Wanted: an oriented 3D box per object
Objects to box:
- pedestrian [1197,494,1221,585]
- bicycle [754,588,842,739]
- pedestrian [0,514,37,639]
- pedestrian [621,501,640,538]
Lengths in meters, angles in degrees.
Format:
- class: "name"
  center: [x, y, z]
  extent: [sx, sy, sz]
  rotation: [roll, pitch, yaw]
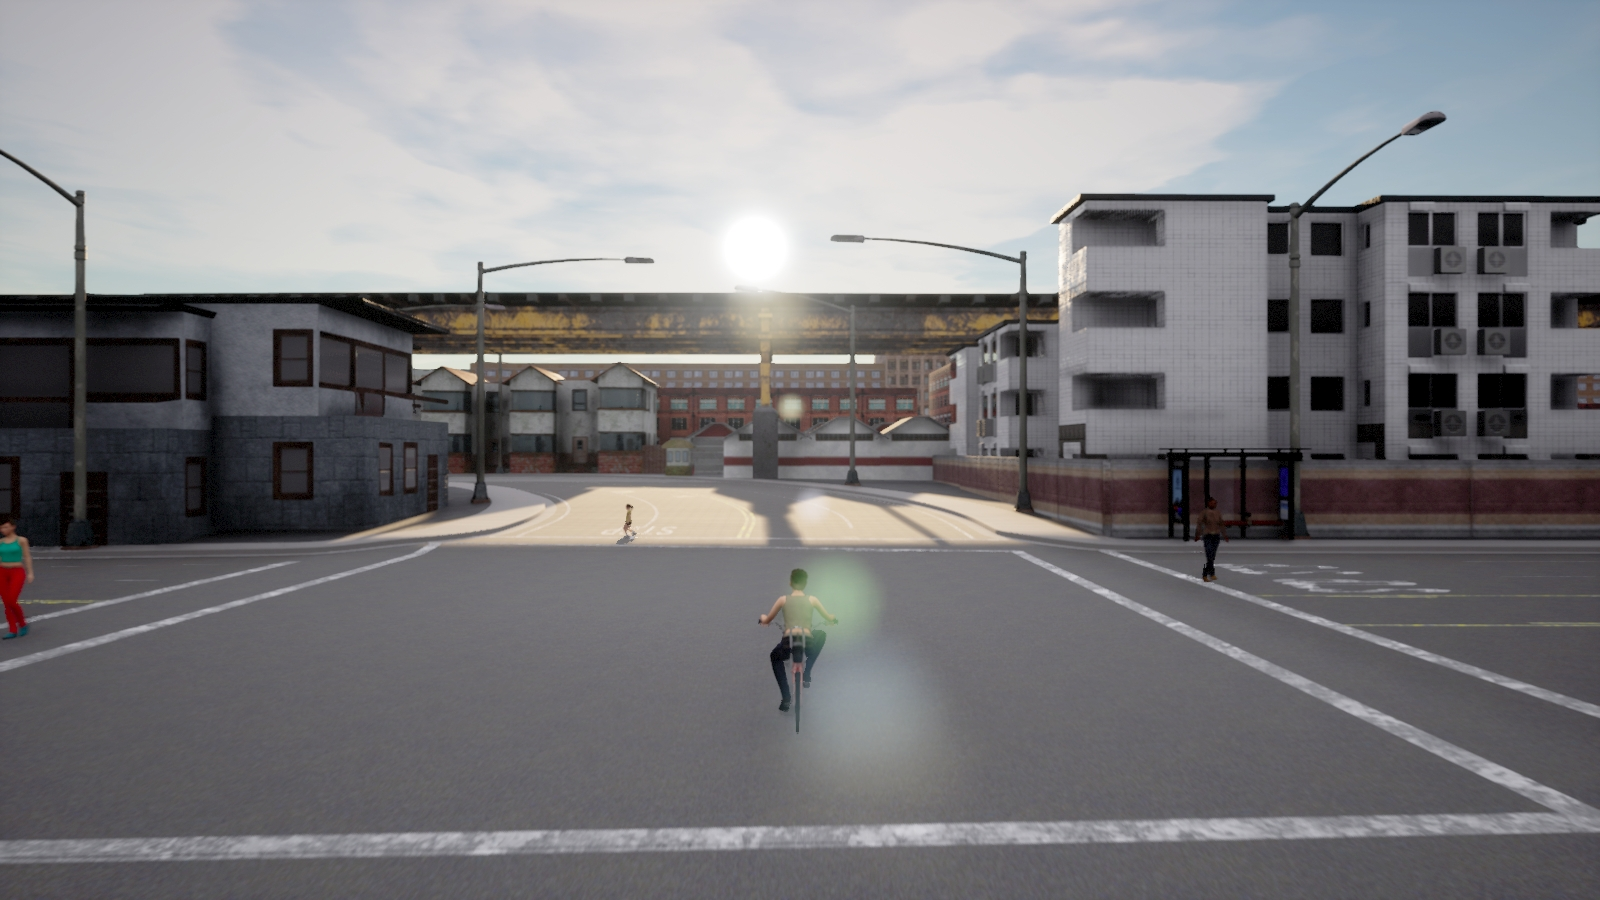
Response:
- class: "pedestrian"
  center: [8.546, 1.859, 23.879]
  extent: [0.375, 1.860, 0.375]
  rotation: [0, 0, -2]
- class: "bicycle"
  center: [-0.018, 2.172, 11.901]
  extent: [0.859, 1.301, 1.487]
  rotation: [0, 0, 0]
- class: "pedestrian"
  center: [-11.879, 1.907, 17.318]
  extent: [0.375, 1.860, 0.375]
  rotation: [0, 0, 1]
- class: "pedestrian"
  center: [-5.169, 2.109, 34.919]
  extent: [0.500, 1.100, 0.500]
  rotation: [0, 0, 2]
